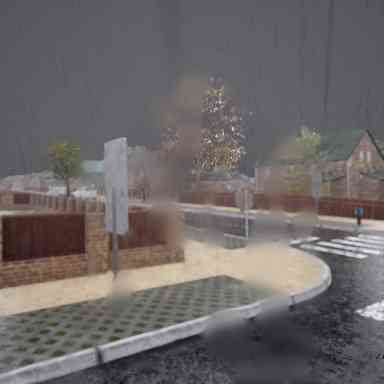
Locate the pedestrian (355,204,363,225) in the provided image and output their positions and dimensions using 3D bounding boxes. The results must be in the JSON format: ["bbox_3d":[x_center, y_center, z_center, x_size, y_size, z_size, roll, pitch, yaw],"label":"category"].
[{"bbox_3d":[8.988,1.231,17.870,0.500,1.100,0.500,0,0,-35],"label":"pedestrian"}]

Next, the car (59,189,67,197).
[{"bbox_3d":[-21.338,0.307,56.693,2.128,1.511,4.902,-2,2,-33],"label":"car"}]

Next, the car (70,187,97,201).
[{"bbox_3d":[-15.509,0.227,48.259,2.150,2.045,5.566,-2,2,-34],"label":"car"}]
